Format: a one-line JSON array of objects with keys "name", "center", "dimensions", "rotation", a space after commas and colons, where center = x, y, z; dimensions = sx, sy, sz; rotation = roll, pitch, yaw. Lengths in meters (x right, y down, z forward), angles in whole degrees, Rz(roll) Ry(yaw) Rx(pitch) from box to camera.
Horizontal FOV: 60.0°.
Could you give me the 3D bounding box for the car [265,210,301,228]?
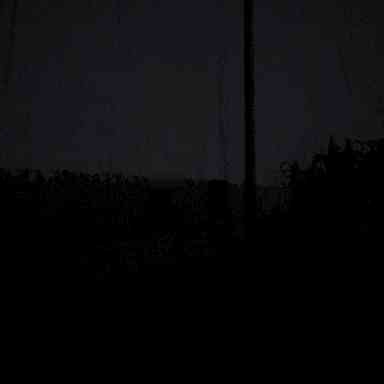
[{"name": "car", "center": [7.509, 2.118, 27.084], "dimensions": [1.994, 1.385, 4.181], "rotation": [-2, -2, 34]}]
